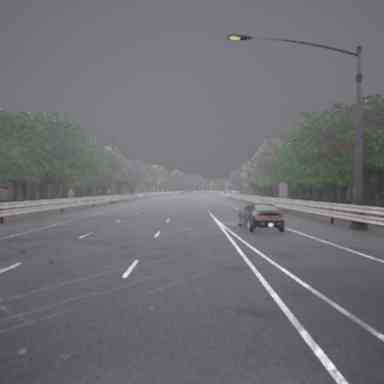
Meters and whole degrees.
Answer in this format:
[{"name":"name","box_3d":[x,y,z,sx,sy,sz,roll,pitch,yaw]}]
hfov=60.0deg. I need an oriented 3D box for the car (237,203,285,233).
[{"name":"car","box_3d":[3.823,1.398,18.962,1.837,1.490,4.892,0,0,-2]}]
